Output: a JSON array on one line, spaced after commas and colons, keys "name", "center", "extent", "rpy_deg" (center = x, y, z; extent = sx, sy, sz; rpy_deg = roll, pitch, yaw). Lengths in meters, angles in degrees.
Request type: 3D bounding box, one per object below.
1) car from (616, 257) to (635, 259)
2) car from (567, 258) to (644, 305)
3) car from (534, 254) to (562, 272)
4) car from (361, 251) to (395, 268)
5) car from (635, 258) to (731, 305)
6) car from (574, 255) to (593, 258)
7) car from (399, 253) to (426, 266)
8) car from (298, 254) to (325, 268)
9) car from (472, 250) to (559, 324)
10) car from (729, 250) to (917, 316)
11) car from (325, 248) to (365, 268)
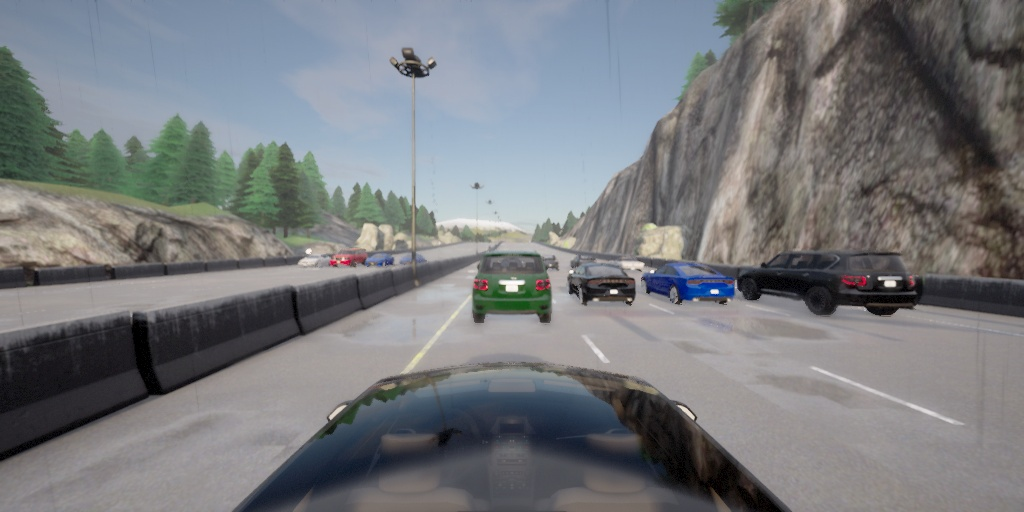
[{"name": "car", "center": [10.410, 0.745, 33.113], "extent": [1.895, 1.301, 4.718], "rpy_deg": [0, 1, 0]}, {"name": "car", "center": [3.508, 1.023, 14.828], "extent": [1.882, 1.535, 5.008], "rpy_deg": [0, 1, 0]}, {"name": "car", "center": [3.401, 0.591, 34.757], "extent": [2.128, 1.511, 4.902], "rpy_deg": [0, 1, 0]}, {"name": "car", "center": [-14.314, 0.454, 39.207], "extent": [1.882, 1.535, 5.008], "rpy_deg": [0, 2, 0]}, {"name": "car", "center": [7.007, 1.023, 14.872], "extent": [1.882, 1.535, 5.008], "rpy_deg": [0, 1, 0]}, {"name": "car", "center": [6.901, 0.592, 34.771], "extent": [2.128, 1.511, 4.902], "rpy_deg": [0, 1, 0]}, {"name": "car", "center": [-10.814, 0.454, 39.241], "extent": [1.882, 1.535, 5.008], "rpy_deg": [0, 2, 0]}, {"name": "car", "center": [-21.311, 0.503, 39.117], "extent": [1.812, 1.442, 4.674], "rpy_deg": [0, 2, 0]}, {"name": "car", "center": [0.011, 0.828, 11.496], "extent": [2.150, 2.045, 5.566], "rpy_deg": [0, 1, 0]}, {"name": "car", "center": [10.513, 0.809, 12.630], "extent": [2.150, 2.045, 5.566], "rpy_deg": [0, 1, 0]}, {"name": "car", "center": [-17.817, 0.187, 39.533], "extent": [2.150, 2.045, 5.566], "rpy_deg": [0, 2, 0]}]
